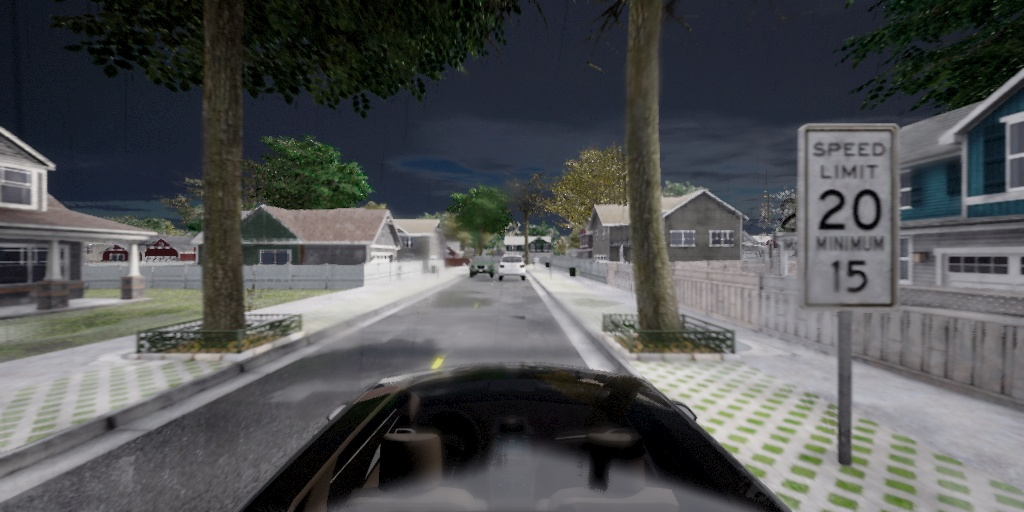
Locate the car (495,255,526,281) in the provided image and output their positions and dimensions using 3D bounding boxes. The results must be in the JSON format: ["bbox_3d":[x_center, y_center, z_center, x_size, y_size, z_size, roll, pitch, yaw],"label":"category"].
[{"bbox_3d":[0.003,0.937,30.202,2.150,2.045,5.566,0,0,0],"label":"car"}]

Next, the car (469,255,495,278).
[{"bbox_3d":[-2.746,0.932,34.305,2.150,2.045,5.566,0,0,0],"label":"car"}]
